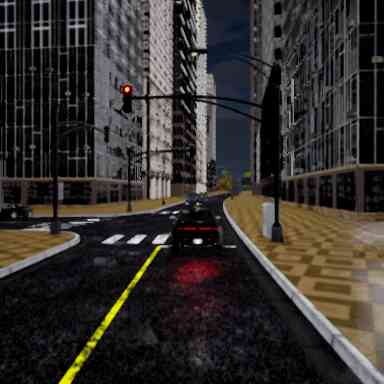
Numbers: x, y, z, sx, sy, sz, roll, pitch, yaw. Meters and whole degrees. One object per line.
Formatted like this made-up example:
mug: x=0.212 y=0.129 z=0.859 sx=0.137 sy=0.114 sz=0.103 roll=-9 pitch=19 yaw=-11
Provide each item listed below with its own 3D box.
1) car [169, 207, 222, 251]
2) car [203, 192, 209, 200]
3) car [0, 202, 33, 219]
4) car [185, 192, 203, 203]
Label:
car: x=0.136 y=1.397 z=13.631 sx=1.837 sy=1.490 sz=4.892 roll=0 pitch=0 yaw=-1
car: x=2.307 y=0.724 z=70.518 sx=2.097 sy=1.767 sz=4.553 roll=0 pitch=1 yaw=8
car: x=-16.371 y=1.625 z=29.513 sx=4.403 sy=1.369 sz=2.008 roll=-1 pitch=1 yaw=10
car: x=0.196 y=0.883 z=54.718 sx=2.097 sy=1.767 sz=4.553 roll=0 pitch=1 yaw=7
